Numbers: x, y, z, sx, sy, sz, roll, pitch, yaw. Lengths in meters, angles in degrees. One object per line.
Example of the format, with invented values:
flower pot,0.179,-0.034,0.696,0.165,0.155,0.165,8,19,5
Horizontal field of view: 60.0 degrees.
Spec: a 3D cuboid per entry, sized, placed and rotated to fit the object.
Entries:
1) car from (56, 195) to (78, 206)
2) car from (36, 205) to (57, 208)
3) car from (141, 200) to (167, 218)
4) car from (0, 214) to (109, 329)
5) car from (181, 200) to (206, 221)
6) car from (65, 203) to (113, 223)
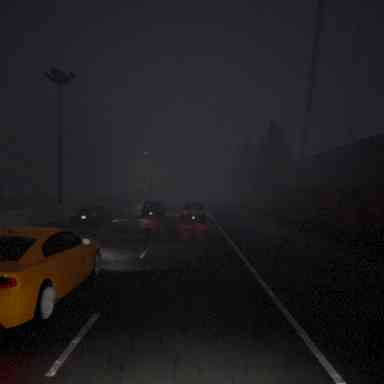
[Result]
car,-20.998,1.393,56.100,2.097,1.767,4.553,0,-1,0
car,-17.581,1.535,40.367,1.812,1.442,4.674,0,0,0
car,-3.399,1.511,30.103,1.837,1.490,4.892,0,0,0
car,-3.401,1.479,7.096,1.882,1.535,5.008,0,0,0
car,0.101,1.606,26.745,1.895,1.301,4.718,0,0,0
car,-6.898,1.569,23.175,1.994,1.385,4.181,0,0,0
